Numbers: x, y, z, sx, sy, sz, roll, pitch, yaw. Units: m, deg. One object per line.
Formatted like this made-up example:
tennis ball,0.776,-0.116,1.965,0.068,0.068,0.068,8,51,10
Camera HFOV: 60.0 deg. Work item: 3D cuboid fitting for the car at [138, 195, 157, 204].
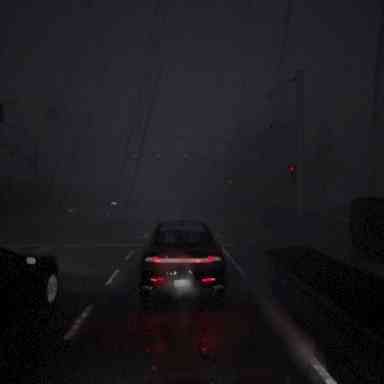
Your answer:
car,-8.231,1.476,62.122,2.128,1.511,4.902,0,0,-1

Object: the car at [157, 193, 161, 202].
car,-8.448,1.564,77.079,1.895,1.301,4.718,0,0,-1

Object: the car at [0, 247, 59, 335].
car,-3.615,1.476,4.894,1.882,1.535,5.008,0,0,-2

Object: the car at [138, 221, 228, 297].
car,-0.250,1.489,8.560,2.128,1.511,4.902,0,0,-2

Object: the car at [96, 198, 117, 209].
car,-11.474,1.536,45.125,2.033,1.411,5.357,0,0,-1

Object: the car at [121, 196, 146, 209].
car,-7.977,1.553,45.497,1.994,1.385,4.181,0,0,-1

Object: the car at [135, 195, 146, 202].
car,-11.962,1.466,77.847,1.837,1.490,4.892,0,0,-1

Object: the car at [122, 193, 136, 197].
car,-11.733,1.209,62.339,2.150,2.045,5.566,0,0,0

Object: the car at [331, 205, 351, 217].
car,15.449,1.592,30.727,4.718,1.301,1.895,0,0,0
